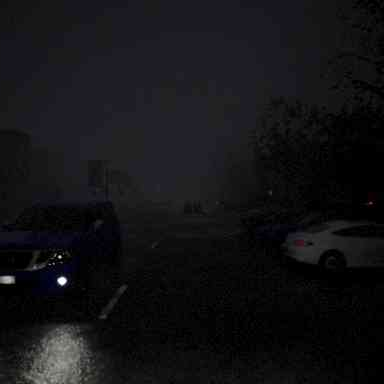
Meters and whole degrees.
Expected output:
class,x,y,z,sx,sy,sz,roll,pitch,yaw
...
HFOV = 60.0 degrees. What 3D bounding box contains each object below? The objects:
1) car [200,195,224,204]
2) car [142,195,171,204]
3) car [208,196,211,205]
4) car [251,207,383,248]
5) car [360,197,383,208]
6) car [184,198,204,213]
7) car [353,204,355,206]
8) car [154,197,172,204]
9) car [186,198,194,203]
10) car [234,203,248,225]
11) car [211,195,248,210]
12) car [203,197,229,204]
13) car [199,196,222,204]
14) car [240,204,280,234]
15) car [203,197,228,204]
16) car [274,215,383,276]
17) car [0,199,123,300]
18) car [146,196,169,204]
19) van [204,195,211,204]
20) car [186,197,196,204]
class,x,y,z,sx,sy,sz,roll,pitch,yaw
car,4.777,1.795,79.030,5.566,2.045,2.435,0,-2,-1
car,-7.557,1.792,68.396,5.366,1.575,1.946,0,-1,0
car,5.050,1.634,47.062,4.674,1.452,2.002,0,0,0
car,5.093,1.511,13.007,5.008,1.535,2.097,0,0,0
car,19.225,1.271,32.178,4.892,1.490,1.837,0,-3,-1
car,0.097,1.574,37.696,1.882,1.535,5.008,0,0,0
car,19.681,1.395,35.371,5.008,1.535,1.882,-1,-3,-1
car,-7.531,2.157,86.493,4.553,1.767,2.185,0,-2,-1
car,-0.388,2.246,87.471,1.837,1.490,4.892,0,-2,2
car,5.085,1.566,19.556,4.674,1.452,2.002,0,0,0
car,5.122,1.459,43.892,4.553,1.767,2.185,0,0,0
car,5.062,1.838,70.650,5.366,1.575,1.946,0,-1,0
car,4.705,1.968,84.490,5.566,2.045,2.435,0,-2,-1
car,5.082,1.520,16.280,4.892,1.521,2.231,0,0,0
car,5.040,1.897,73.310,5.366,1.575,1.946,0,-1,-1
car,5.084,1.544,9.858,4.674,1.452,2.002,0,0,0
car,-3.342,1.243,8.792,2.150,2.045,5.566,0,0,0
car,-7.366,1.726,71.317,4.553,1.767,2.185,0,-1,-1
van,4.784,1.561,67.858,4.442,1.987,1.878,0,-1,0
car,-0.277,2.045,77.434,2.128,1.511,4.902,0,-2,-1
